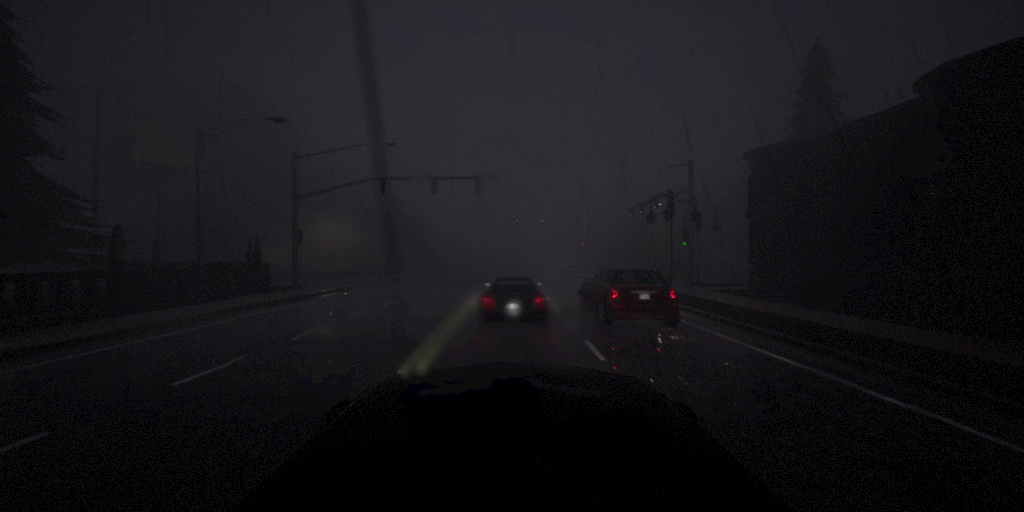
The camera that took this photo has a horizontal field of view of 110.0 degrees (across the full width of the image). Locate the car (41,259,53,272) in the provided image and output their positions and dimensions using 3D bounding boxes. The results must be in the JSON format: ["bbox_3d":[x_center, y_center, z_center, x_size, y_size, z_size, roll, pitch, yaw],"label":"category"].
[{"bbox_3d":[-49.950,1.102,37.739,4.553,1.767,2.097,0,0,1],"label":"car"}]

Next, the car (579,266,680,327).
[{"bbox_3d":[3.568,1.101,11.723,2.097,1.767,4.553,0,0,0],"label":"car"}]

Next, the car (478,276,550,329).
[{"bbox_3d":[0.066,1.311,11.295,1.994,1.385,4.181,0,0,0],"label":"car"}]
